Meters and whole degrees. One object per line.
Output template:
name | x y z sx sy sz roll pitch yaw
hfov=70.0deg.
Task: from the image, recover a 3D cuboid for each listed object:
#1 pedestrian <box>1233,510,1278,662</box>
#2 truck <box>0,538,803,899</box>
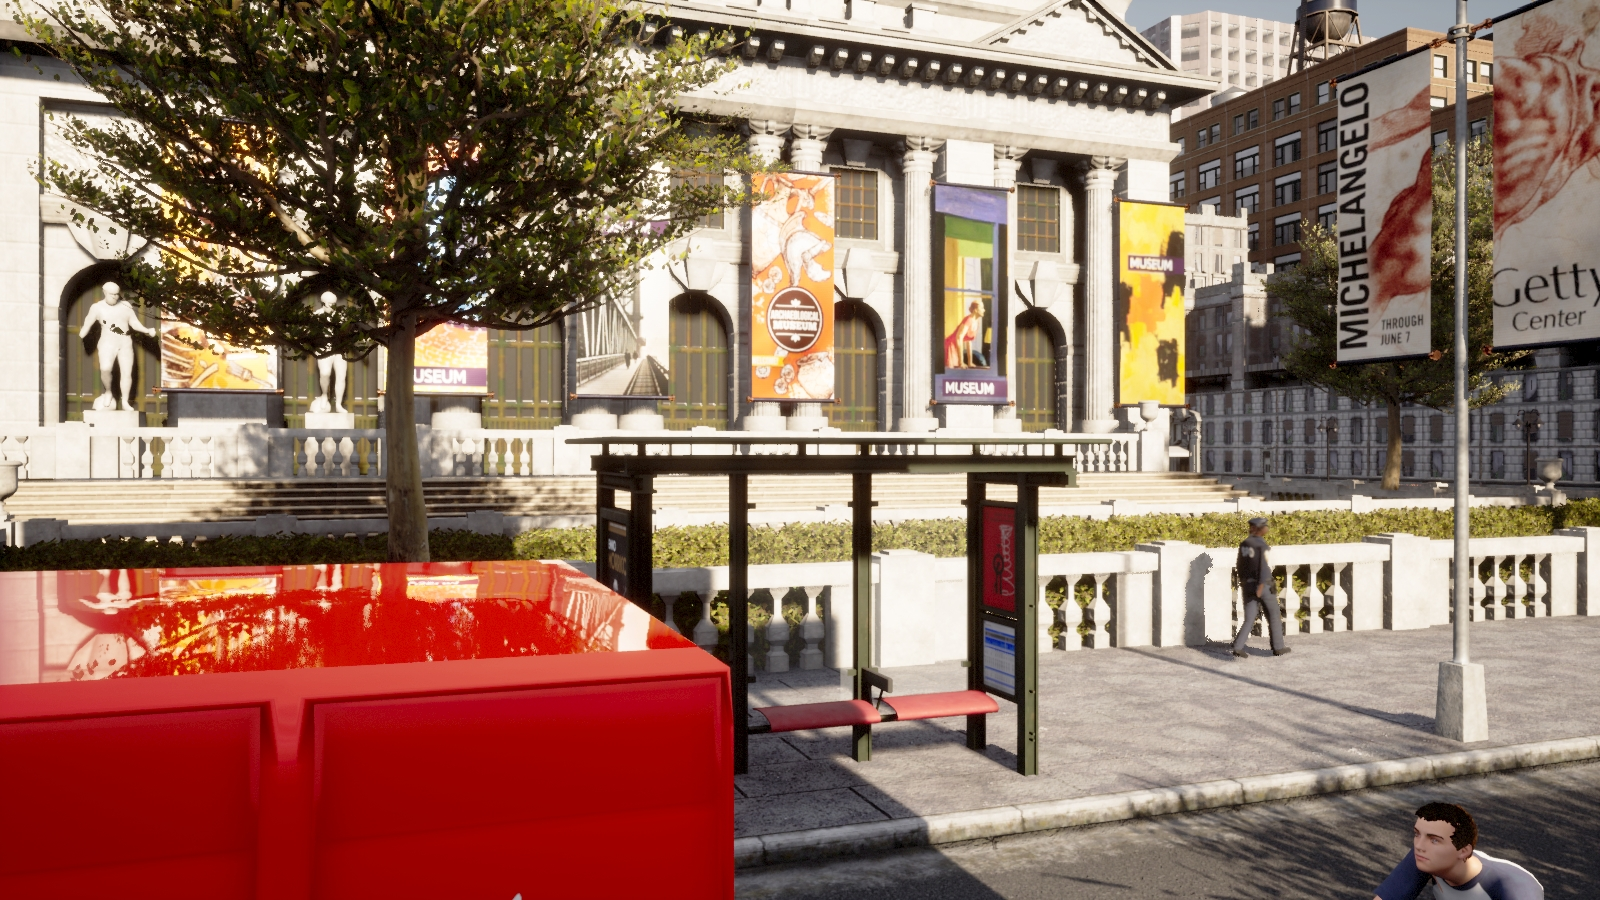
pedestrian | 5.750 1.700 14.432 0.375 1.860 0.375 0 0 -27
truck | -2.888 1.568 2.235 5.204 2.467 2.627 0 0 -20
